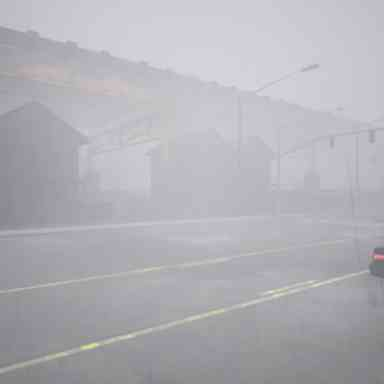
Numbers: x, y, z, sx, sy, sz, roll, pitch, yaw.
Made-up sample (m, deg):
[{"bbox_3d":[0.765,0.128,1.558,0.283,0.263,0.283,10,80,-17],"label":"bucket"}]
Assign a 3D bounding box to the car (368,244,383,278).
[{"bbox_3d":[6.673,1.545,8.578,5.357,1.411,2.033,0,0,-35],"label":"car"}]
